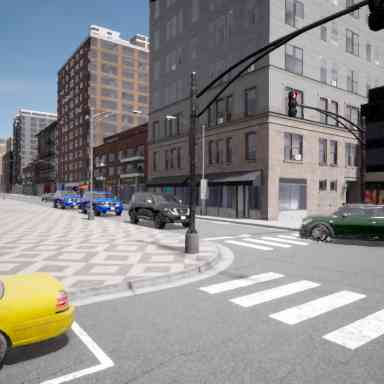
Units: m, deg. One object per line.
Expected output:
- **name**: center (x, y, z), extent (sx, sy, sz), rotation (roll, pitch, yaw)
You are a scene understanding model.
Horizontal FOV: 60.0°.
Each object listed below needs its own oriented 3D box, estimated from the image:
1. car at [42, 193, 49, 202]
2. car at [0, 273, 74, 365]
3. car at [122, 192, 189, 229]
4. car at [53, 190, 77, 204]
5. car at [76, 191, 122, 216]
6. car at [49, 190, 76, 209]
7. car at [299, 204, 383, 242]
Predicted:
- **car**: center (-25.542, 0.945, 59.515), extent (2.128, 1.511, 4.902), rotation (1, 0, -36)
- **car**: center (-3.979, 1.525, 3.914), extent (4.829, 1.417, 1.752), rotation (0, 1, -36)
- **car**: center (-2.070, 1.053, 20.778), extent (2.150, 2.045, 5.566), rotation (1, 0, -35)
- **car**: center (-19.484, 0.769, 50.944), extent (2.150, 2.045, 5.566), rotation (1, 0, -35)
- **car**: center (-8.013, 0.960, 29.188), extent (2.150, 2.045, 5.566), rotation (1, 0, -35)
- **car**: center (-14.209, 0.862, 37.973), extent (2.150, 2.045, 5.566), rotation (1, 0, -35)
- **car**: center (7.174, 1.319, 14.767), extent (4.553, 1.767, 2.097), rotation (1, 0, 20)
